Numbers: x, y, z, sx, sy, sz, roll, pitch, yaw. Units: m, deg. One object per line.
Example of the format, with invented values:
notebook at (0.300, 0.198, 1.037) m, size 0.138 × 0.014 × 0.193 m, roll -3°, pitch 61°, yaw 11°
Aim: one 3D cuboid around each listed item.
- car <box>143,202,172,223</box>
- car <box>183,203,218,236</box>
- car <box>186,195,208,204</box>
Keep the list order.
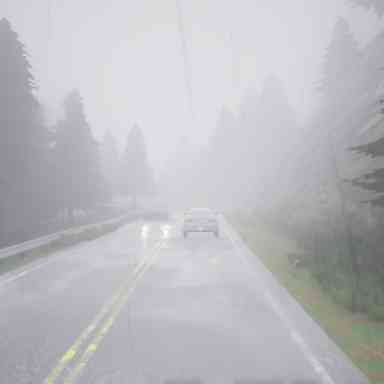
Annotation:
car at (-2.667, 1.549, 26.571) m, size 1.882 × 1.535 × 5.008 m, roll 0°, pitch 0°, yaw 1°
car at (0.494, 1.568, 18.544) m, size 1.812 × 1.442 × 4.674 m, roll 0°, pitch 0°, yaw 2°
car at (0.551, 1.343, 39.052) m, size 2.150 × 2.045 × 5.566 m, roll 1°, pitch -1°, yaw -7°
